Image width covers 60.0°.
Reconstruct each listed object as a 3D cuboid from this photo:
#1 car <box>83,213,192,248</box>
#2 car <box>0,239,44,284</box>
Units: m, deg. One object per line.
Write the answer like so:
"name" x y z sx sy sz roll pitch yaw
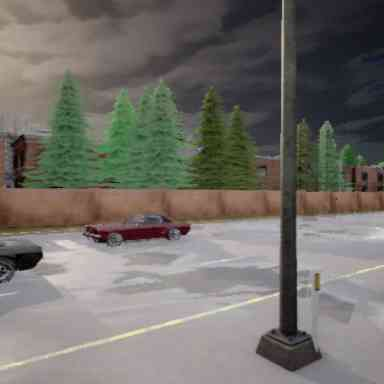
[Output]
"car" -2.436 1.662 15.207 4.718 1.301 1.895 0 0 -36
"car" -6.314 1.621 8.092 4.718 1.301 1.895 0 0 -36
